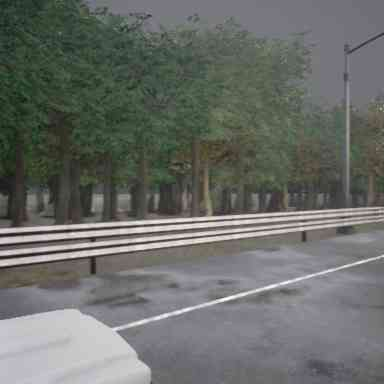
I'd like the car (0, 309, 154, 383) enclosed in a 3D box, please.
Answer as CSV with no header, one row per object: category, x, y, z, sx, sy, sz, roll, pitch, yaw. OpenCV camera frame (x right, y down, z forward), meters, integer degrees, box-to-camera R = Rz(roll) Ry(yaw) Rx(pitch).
car,-2.549,1.582,1.991,4.718,1.301,1.895,0,0,-38
